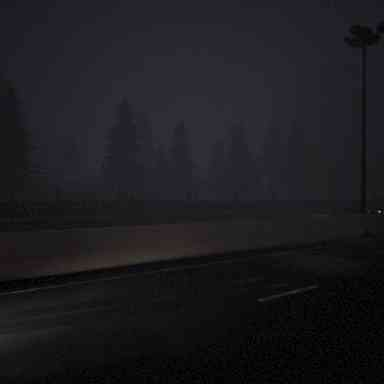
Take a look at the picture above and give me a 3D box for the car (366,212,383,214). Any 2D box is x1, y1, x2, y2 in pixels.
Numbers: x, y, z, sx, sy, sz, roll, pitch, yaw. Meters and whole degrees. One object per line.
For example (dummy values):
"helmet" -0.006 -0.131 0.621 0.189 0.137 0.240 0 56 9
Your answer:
"car" 20.432 1.625 35.756 5.566 2.045 2.150 1 0 -35
